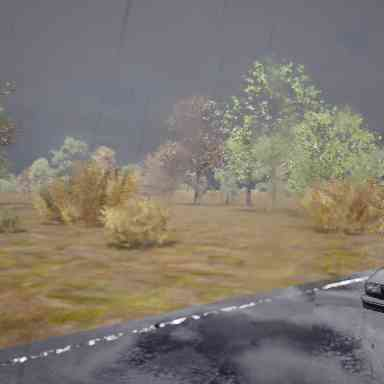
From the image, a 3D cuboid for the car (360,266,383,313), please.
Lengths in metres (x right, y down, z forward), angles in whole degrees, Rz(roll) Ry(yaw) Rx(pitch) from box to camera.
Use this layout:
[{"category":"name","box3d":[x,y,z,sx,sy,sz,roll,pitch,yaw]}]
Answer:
[{"category":"car","box3d":[5.609,1.651,6.942,5.357,1.411,2.033,1,-1,-38]}]
